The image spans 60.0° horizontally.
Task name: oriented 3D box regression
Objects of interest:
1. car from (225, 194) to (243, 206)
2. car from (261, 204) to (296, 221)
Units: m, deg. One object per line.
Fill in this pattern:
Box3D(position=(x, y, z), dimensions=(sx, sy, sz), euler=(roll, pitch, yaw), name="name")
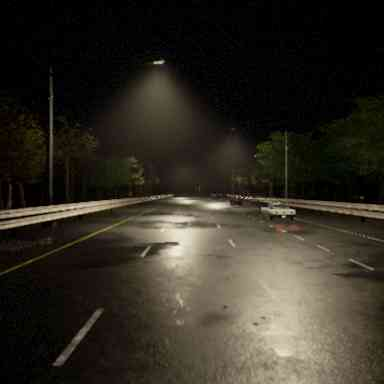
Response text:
Box3D(position=(7.129, 1.518, 54.559), dimensions=(2.128, 1.511, 4.902), euler=(0, 0, 0), name="car")
Box3D(position=(7.034, 1.611, 27.663), dimensions=(1.895, 1.301, 4.718), euler=(0, 0, 0), name="car")
